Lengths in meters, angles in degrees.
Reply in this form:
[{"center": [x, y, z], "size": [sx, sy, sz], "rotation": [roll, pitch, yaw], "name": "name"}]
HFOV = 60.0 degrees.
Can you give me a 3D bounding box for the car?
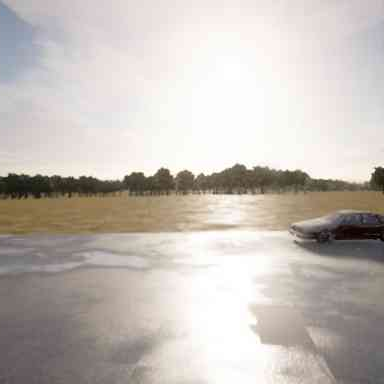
[{"center": [7.427, 1.585, 15.632], "size": [5.357, 1.411, 2.033], "rotation": [-1, 3, -5], "name": "car"}]
